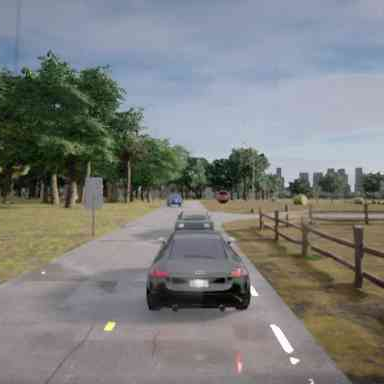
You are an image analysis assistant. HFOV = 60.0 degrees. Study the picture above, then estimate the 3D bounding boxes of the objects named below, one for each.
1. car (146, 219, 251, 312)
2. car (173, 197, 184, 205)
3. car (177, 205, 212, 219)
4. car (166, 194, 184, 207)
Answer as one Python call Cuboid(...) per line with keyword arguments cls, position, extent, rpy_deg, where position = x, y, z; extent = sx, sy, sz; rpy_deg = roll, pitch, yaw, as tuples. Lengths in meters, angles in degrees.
Cuboid(cls="car", position=(0.111, 1.564, 7.803), extent=(1.994, 1.385, 4.181), rpy_deg=(0, 0, 0))
Cuboid(cls="car", position=(-2.694, 1.788, 68.350), extent=(2.033, 1.411, 5.357), rpy_deg=(0, 0, 0))
Cuboid(cls="car", position=(0.147, 1.611, 17.860), extent=(1.895, 1.301, 4.718), rpy_deg=(0, 0, 1))
Cuboid(cls="car", position=(-2.791, 1.346, 52.491), extent=(2.150, 2.045, 5.566), rpy_deg=(0, 0, 0))
